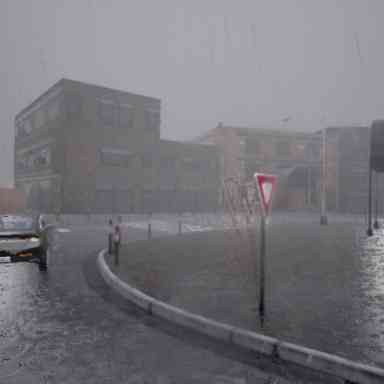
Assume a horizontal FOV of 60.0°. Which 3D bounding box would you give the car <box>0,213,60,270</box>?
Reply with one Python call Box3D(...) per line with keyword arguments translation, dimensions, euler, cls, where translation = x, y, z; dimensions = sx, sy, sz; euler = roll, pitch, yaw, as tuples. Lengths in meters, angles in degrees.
Box3D(translation=(-5.356, 1.420, 10.438), dimensions=(2.128, 1.511, 4.902), euler=(0, 0, -18), cls="car")
